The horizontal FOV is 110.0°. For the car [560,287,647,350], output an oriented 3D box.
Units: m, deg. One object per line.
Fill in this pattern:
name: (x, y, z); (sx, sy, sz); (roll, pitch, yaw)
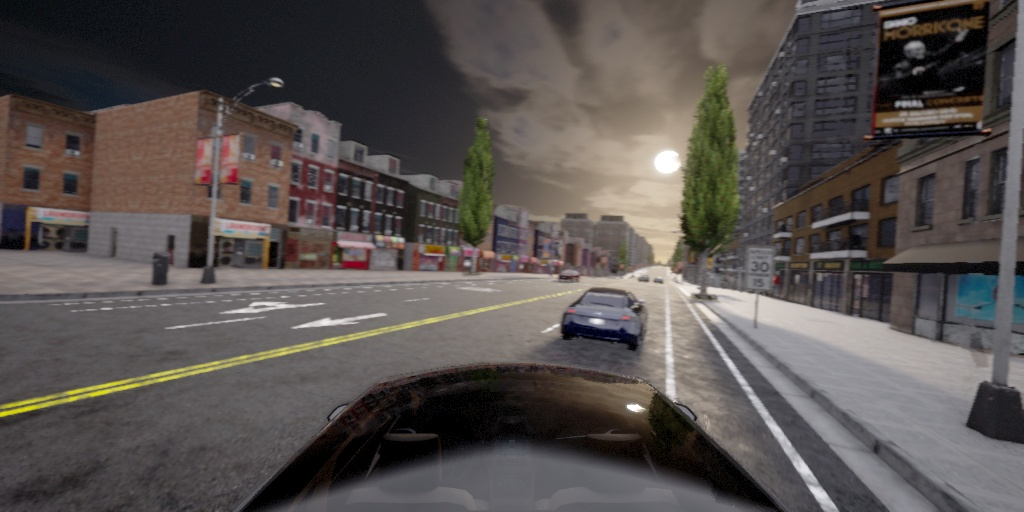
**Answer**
car: (2.817, 1.618, 10.409); (1.994, 1.385, 4.181); (4, -1, 23)

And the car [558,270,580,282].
car: (7.303, 2.487, 45.612); (1.882, 1.535, 5.008); (4, -1, 23)
